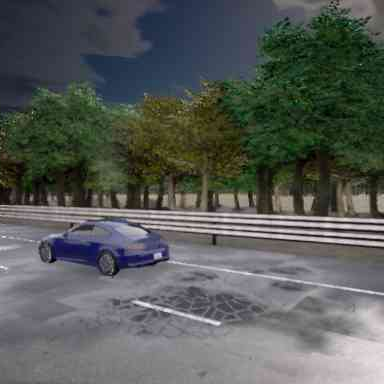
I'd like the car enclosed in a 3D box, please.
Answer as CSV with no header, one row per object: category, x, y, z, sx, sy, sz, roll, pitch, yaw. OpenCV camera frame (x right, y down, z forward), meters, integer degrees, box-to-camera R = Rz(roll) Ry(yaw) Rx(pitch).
car,-2.788,1.558,10.263,4.674,1.442,1.812,0,0,35
